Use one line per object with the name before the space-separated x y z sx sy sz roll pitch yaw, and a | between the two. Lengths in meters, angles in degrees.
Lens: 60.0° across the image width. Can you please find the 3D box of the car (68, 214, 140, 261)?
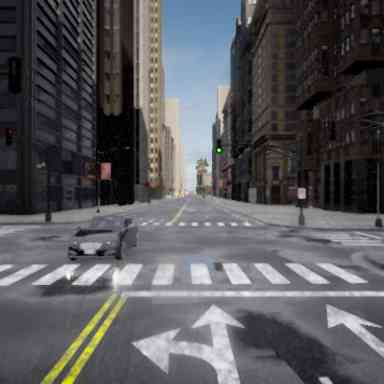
car | -3.249 1.662 13.039 2.128 1.511 4.902 0 -1 0
